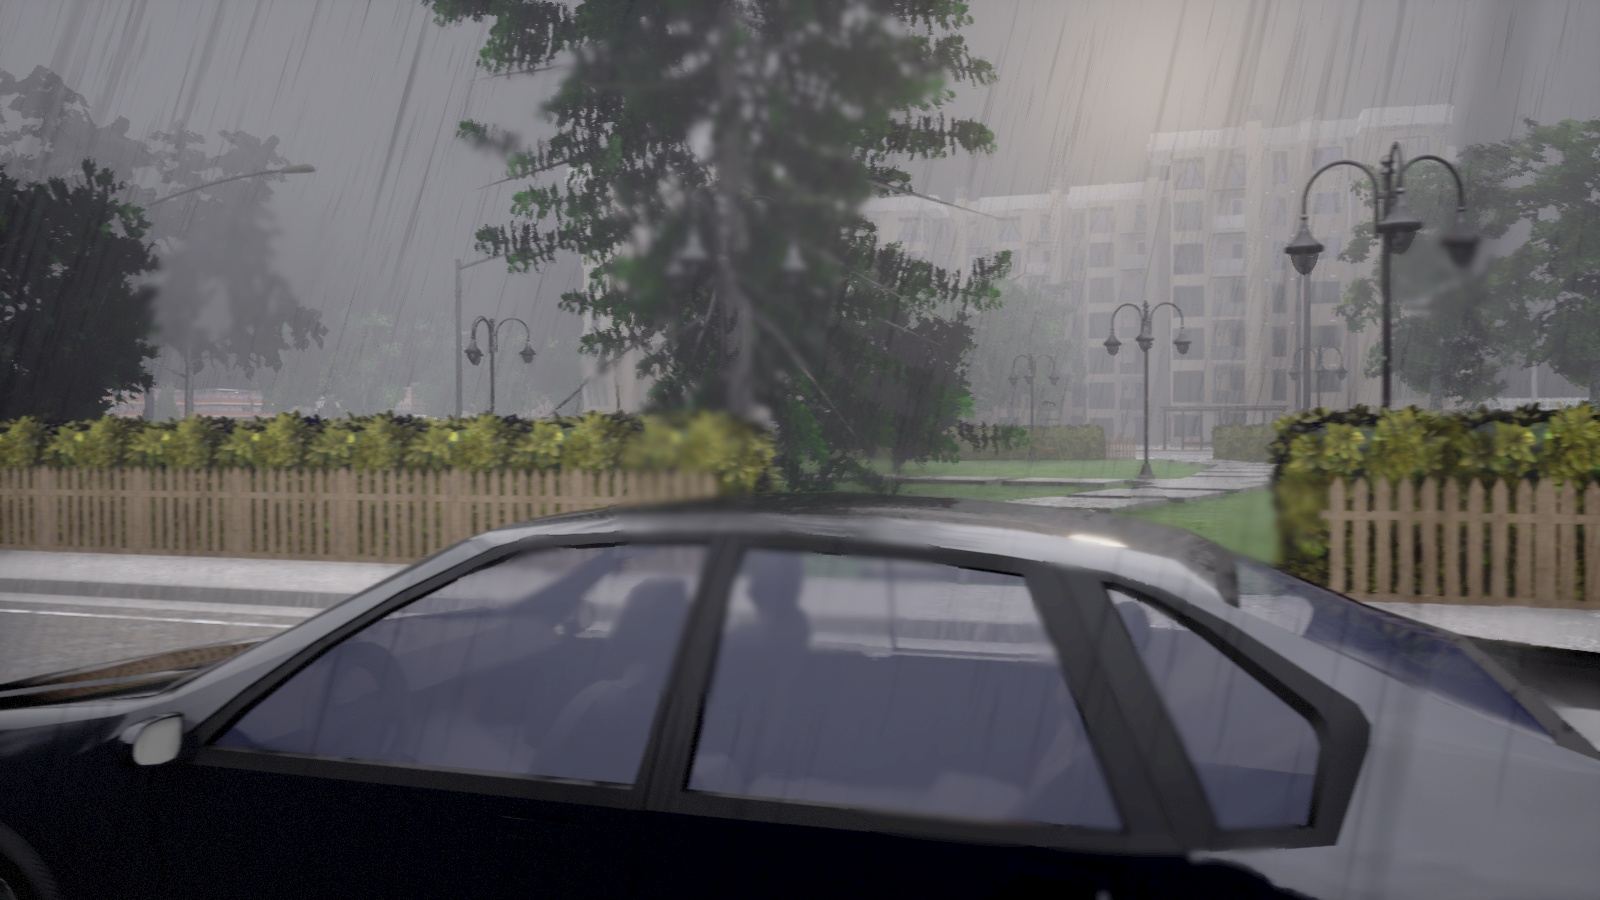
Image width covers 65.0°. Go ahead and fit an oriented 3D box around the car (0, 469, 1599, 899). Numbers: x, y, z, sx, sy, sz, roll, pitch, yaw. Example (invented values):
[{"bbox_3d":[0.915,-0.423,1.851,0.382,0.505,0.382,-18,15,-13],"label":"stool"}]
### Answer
[{"bbox_3d":[-0.272,0.820,3.285,5.357,1.411,2.033,1,1,19],"label":"car"}]
